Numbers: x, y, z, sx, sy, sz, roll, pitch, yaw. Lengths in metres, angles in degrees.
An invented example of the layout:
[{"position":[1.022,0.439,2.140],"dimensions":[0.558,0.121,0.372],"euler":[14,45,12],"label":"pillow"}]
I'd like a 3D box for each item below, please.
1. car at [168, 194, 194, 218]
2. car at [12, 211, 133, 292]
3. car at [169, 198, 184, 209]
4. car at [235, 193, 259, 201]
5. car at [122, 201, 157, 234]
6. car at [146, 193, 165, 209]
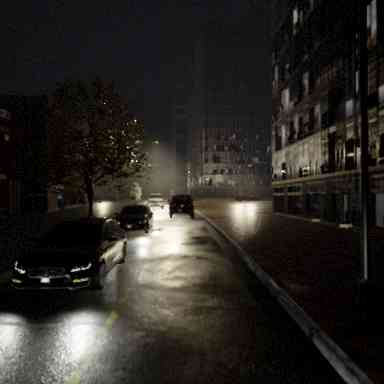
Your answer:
[{"position":[-0.992,1.228,30.296],"dimensions":[2.150,2.045,5.566],"euler":[0,0,-4],"label":"car"},{"position":[-2.984,1.507,9.062],"dimensions":[1.837,1.490,4.892],"euler":[0,0,-1],"label":"car"},{"position":[-2.151,1.529,45.478],"dimensions":[1.812,1.442,4.674],"euler":[0,0,-5],"label":"car"},{"position":[11.488,1.198,69.923],"dimensions":[5.009,1.841,2.192],"euler":[0,-1,13],"label":"car"},{"position":[-3.282,1.508,19.418],"dimensions":[1.837,1.490,4.892],"euler":[0,0,-2],"label":"car"},{"position":[-4.871,1.219,44.750],"dimensions":[2.150,2.045,5.566],"euler":[0,0,-5],"label":"car"}]
